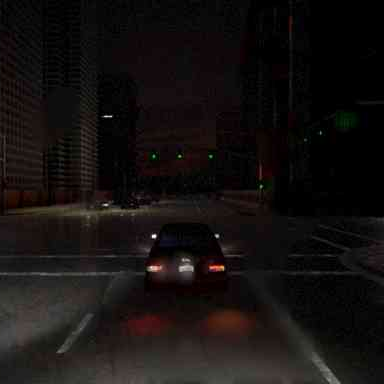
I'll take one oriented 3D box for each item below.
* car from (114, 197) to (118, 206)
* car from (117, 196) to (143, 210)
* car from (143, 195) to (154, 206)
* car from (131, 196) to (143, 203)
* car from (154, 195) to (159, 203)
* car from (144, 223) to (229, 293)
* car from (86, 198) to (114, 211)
[{"bbox_3d":[-11.555,1.504,53.885,1.837,1.490,4.892,0,0,0],"label":"car"},{"bbox_3d":[-8.031,1.505,43.568,1.837,1.490,4.892,0,0,0],"label":"car"},{"bbox_3d":[-8.056,1.601,55.983,1.895,1.301,4.718,0,0,0],"label":"car"},{"bbox_3d":[-11.506,1.521,69.532,1.812,1.442,4.674,0,0,0],"label":"car"},{"bbox_3d":[-8.007,1.489,70.164,1.837,1.490,4.892,0,0,0],"label":"car"},{"bbox_3d":[-0.171,1.547,8.996,2.033,1.411,5.357,0,0,-1],"label":"car"},{"bbox_3d":[-11.513,1.491,40.672,2.128,1.511,4.902,0,0,0],"label":"car"}]
